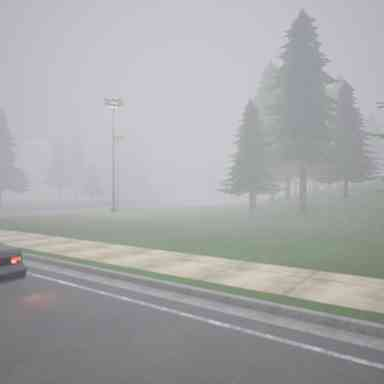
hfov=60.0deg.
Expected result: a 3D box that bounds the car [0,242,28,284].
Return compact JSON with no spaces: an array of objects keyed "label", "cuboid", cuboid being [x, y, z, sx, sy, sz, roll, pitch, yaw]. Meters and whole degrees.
[{"label":"car","cuboid":[-6.269,1.551,8.302,5.357,1.411,2.033,0,0,35]}]
